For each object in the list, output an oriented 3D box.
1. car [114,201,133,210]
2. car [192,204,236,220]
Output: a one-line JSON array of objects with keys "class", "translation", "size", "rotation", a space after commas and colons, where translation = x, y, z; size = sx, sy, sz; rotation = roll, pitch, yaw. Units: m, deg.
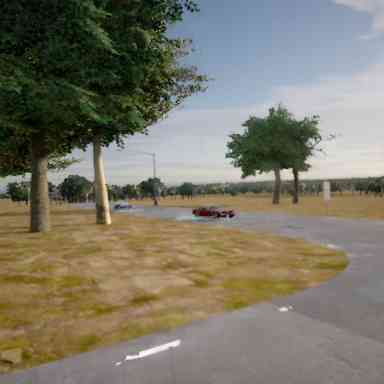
[{"class": "car", "translation": [-11.022, 2.098, 53.201], "size": [1.812, 1.442, 4.674], "rotation": [-3, 0, -28]}, {"class": "car", "translation": [1.947, 1.822, 30.740], "size": [1.895, 1.301, 4.718], "rotation": [-3, 1, -32]}]
